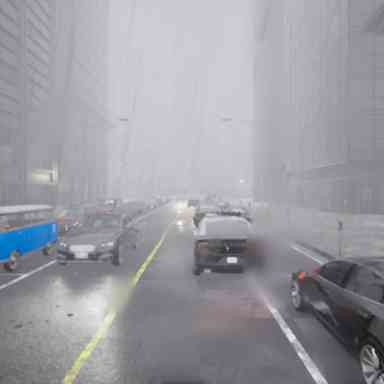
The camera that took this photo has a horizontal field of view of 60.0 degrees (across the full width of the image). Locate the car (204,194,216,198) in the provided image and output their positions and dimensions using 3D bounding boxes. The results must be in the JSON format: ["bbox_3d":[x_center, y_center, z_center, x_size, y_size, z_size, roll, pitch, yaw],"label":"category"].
[{"bbox_3d":[3.057,1.400,44.224,1.967,1.590,4.097,0,0,0],"label":"car"}]

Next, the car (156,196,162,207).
[{"bbox_3d":[-5.467,1.542,44.278,1.802,1.307,4.206,0,0,0],"label":"car"}]

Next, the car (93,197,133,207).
[{"bbox_3d":[-5.621,1.293,21.731,2.192,1.841,5.009,0,0,0],"label":"car"}]

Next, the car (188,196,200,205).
[{"bbox_3d":[0.402,1.519,59.421,1.994,1.385,4.181,0,0,0],"label":"car"}]

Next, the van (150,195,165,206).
[{"bbox_3d":[-5.429,1.299,49.914,1.690,1.788,3.998,0,0,0],"label":"van"}]

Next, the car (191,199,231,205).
[{"bbox_3d":[1.037,1.457,20.391,1.882,1.535,5.008,0,0,0],"label":"car"}]

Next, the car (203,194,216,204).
[{"bbox_3d":[3.172,1.270,61.132,2.192,1.841,5.009,0,0,0],"label":"car"}]

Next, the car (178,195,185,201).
[{"bbox_3d":[-2.421,1.479,85.417,1.837,1.490,4.892,0,0,0],"label":"car"}]

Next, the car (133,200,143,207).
[{"bbox_3d":[-5.581,1.539,27.368,1.947,1.339,4.313,0,0,0],"label":"car"}]

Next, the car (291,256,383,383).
[{"bbox_3d":[2.790,1.560,4.771,1.947,1.339,4.313,0,0,0],"label":"car"}]

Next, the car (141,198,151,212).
[{"bbox_3d":[-5.543,1.534,33.004,1.947,1.339,4.313,0,0,0],"label":"car"}]

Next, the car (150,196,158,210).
[{"bbox_3d":[-5.505,1.514,38.641,2.008,1.369,4.403,0,0,0],"label":"car"}]

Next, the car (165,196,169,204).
[{"bbox_3d":[-5.392,1.481,55.380,1.752,1.417,4.829,0,0,0],"label":"car"}]

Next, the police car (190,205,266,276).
[{"bbox_3d":[0.969,1.414,10.501,1.930,1.638,5.238,0,0,0],"label":"police car"}]

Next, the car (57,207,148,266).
[{"bbox_3d":[-3.024,1.479,11.587,2.128,1.511,4.902,0,0,0],"label":"car"}]

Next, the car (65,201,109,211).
[{"bbox_3d":[-5.659,1.424,16.094,1.967,1.590,4.097,0,0,0],"label":"car"}]

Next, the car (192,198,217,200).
[{"bbox_3d":[1.077,1.500,26.391,1.812,1.442,4.674,0,0,0],"label":"car"}]

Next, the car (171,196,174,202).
[{"bbox_3d":[-5.314,1.520,66.823,1.947,1.339,4.313,0,0,0],"label":"car"}]

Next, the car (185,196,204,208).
[{"bbox_3d":[0.335,1.464,46.162,1.837,1.490,4.892,0,0,1],"label":"car"}]

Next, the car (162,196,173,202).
[{"bbox_3d":[-5.276,1.521,72.460,1.947,1.339,4.313,0,0,0],"label":"car"}]

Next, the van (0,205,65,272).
[{"bbox_3d":[-5.697,1.330,10.458,1.690,1.788,3.998,0,0,0],"label":"van"}]

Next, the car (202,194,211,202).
[{"bbox_3d":[3.287,1.396,78.040,1.967,1.590,4.097,0,0,0],"label":"car"}]

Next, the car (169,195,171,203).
[{"bbox_3d":[-5.352,1.537,61.187,1.802,1.307,4.206,0,0,0],"label":"car"}]

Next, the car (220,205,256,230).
[{"bbox_3d":[2.905,1.560,21.680,1.802,1.307,4.206,0,0,0],"label":"car"}]

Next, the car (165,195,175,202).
[{"bbox_3d":[-5.237,1.507,78.096,2.008,1.369,4.403,0,0,0],"label":"car"}]

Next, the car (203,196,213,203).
[{"bbox_3d":[3.211,1.520,66.768,1.947,1.339,4.313,0,0,0],"label":"car"}]
